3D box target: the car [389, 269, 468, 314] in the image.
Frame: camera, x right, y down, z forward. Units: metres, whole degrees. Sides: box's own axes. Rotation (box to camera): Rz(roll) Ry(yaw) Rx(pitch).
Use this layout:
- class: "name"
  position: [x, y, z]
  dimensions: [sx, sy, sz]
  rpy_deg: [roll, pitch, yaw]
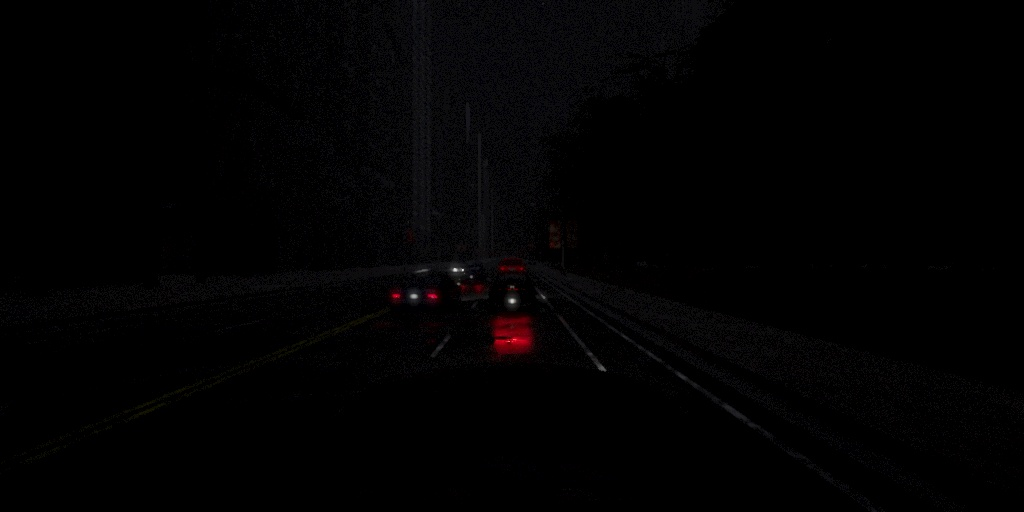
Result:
- class: "car"
  position: [-3.233, 1.403, 14.369]
  dimensions: [2.033, 1.411, 5.357]
  rpy_deg: [0, 0, 0]

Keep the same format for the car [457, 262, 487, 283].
- class: "car"
  position: [-3.213, 1.478, 30.744]
  dimensions: [1.812, 1.442, 4.674]
  rpy_deg: [0, 0, 0]

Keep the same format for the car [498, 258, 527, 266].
- class: "car"
  position: [0.024, 1.171, 29.403]
  dimensions: [2.150, 2.045, 5.566]
  rpy_deg: [0, 0, 0]

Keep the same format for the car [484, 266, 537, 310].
- class: "car"
  position: [0.026, 1.369, 15.376]
  dimensions: [1.837, 1.490, 4.892]
  rpy_deg: [0, 0, 0]
